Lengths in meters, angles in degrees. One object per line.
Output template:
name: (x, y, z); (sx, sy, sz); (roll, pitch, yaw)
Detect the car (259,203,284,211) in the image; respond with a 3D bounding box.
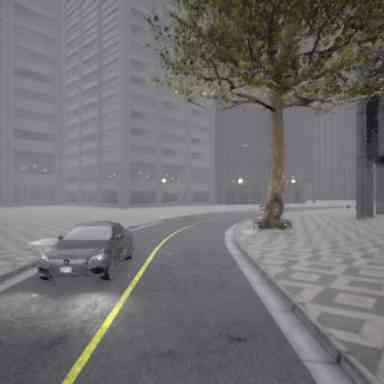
car: (11.774, 2.020, 49.209); (1.837, 1.490, 4.892); (-1, 0, 45)

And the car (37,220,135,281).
car: (-3.002, 1.649, 10.389); (1.812, 1.442, 4.674); (0, -1, 1)
